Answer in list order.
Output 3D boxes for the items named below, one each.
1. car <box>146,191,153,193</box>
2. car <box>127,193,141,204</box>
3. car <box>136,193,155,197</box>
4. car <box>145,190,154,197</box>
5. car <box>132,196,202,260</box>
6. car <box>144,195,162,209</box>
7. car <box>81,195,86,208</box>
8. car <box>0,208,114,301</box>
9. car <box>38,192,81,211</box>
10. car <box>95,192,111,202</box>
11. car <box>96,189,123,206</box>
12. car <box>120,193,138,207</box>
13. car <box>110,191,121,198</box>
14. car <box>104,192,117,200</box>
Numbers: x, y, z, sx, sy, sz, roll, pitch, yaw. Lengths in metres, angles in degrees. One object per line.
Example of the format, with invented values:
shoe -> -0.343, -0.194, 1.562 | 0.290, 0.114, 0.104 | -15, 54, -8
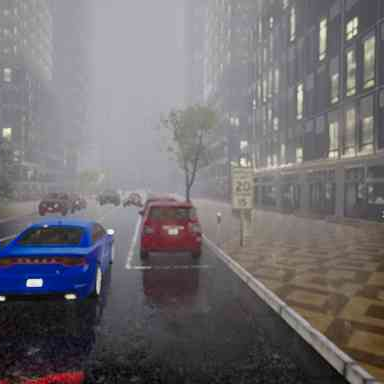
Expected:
car -> -6.918, 0.958, 56.118 | 1.887, 1.381, 4.507 | 1, 1, -8
car -> -8.783, 0.909, 50.903 | 1.882, 1.535, 5.008 | 1, 1, -7
car -> -1.705, 1.160, 17.560 | 2.192, 1.841, 5.009 | 1, 1, -8
car -> -12.110, 0.306, 94.676 | 2.192, 1.841, 5.009 | 1, 1, -8
car -> -0.867, 1.224, 12.066 | 2.192, 1.841, 5.009 | 1, 1, -8
car -> -4.691, 1.147, 39.592 | 2.008, 1.369, 4.403 | 1, 1, -8
car -> -11.757, 0.989, 33.029 | 1.967, 1.590, 4.097 | 1, 1, -8
car -> -3.047, 1.390, 8.194 | 1.882, 1.535, 5.008 | 1, 1, -8
car -> -11.012, 0.926, 27.519 | 2.192, 1.841, 5.009 | 1, 1, -8
car -> -14.725, 0.744, 55.063 | 1.967, 1.590, 4.097 | 1, 1, -8
car -> -10.464, 0.702, 42.677 | 2.150, 2.045, 5.566 | 1, 1, -8
car -> -7.406, 1.143, 41.041 | 1.895, 1.301, 4.718 | 1, 1, -7
car -> -17.694, 0.502, 77.098 | 1.967, 1.590, 4.097 | 1, 1, -8
car -> -16.211, 0.734, 66.081 | 2.008, 1.369, 4.403 | 1, 1, -8
